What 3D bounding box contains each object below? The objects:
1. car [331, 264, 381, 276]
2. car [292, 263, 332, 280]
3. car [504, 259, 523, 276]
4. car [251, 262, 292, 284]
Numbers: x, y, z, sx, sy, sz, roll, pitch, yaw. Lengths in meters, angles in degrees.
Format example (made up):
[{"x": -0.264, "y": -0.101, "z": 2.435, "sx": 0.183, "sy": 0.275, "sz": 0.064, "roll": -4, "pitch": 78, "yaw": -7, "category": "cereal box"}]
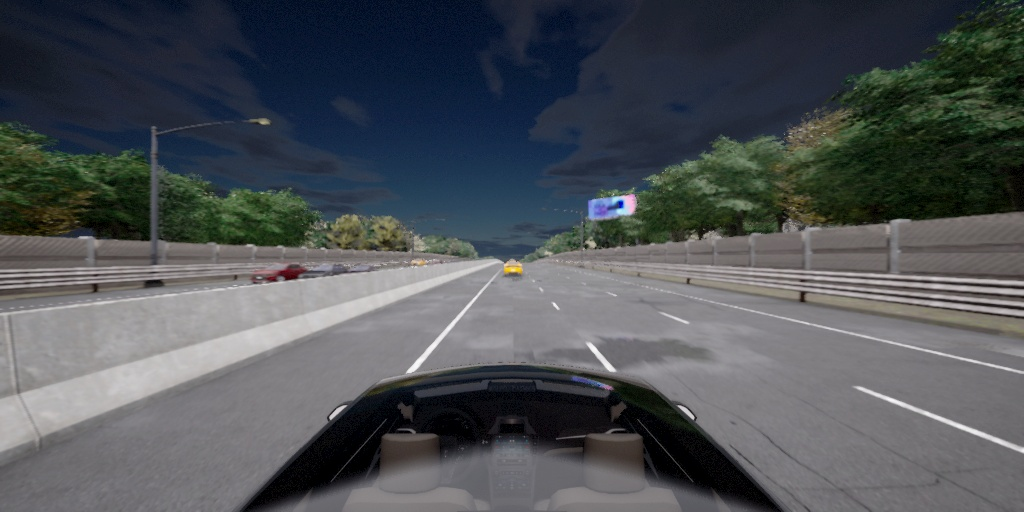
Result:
[{"x": -10.569, "y": 1.346, "z": 25.380, "sx": 1.994, "sy": 1.385, "sz": 4.181, "roll": 0, "pitch": 0, "yaw": 0, "category": "car"}, {"x": -14.064, "y": 1.336, "z": 27.539, "sx": 2.033, "sy": 1.411, "sz": 5.357, "roll": 0, "pitch": 0, "yaw": 0, "category": "car"}, {"x": 0.117, "y": 1.292, "z": 38.719, "sx": 1.882, "sy": 1.535, "sz": 5.008, "roll": 0, "pitch": 0, "yaw": 0, "category": "car"}, {"x": -17.562, "y": 1.267, "z": 27.427, "sx": 1.882, "sy": 1.535, "sz": 5.008, "roll": 0, "pitch": 0, "yaw": 0, "category": "car"}]
